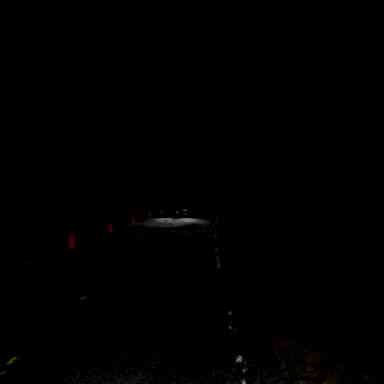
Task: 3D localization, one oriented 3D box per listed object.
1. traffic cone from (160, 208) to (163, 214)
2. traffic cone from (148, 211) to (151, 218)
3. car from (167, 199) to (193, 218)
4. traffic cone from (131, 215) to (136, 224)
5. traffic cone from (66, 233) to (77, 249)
[{"bbox_3d":[-3.057,1.904,33.254,0.340,0.580,0.340,0,0,7],"label":"traffic cone"},{"bbox_3d":[-3.613,1.911,28.238,0.340,0.580,0.340,0,0,6],"label":"traffic cone"},{"bbox_3d":[-0.980,1.460,29.987,1.837,1.490,4.892,0,0,6],"label":"car"},{"bbox_3d":[-4.082,1.918,23.213,0.340,0.580,0.340,0,0,5],"label":"traffic cone"},{"bbox_3d":[-4.756,1.933,13.142,0.340,0.580,0.340,0,0,3],"label":"traffic cone"}]
